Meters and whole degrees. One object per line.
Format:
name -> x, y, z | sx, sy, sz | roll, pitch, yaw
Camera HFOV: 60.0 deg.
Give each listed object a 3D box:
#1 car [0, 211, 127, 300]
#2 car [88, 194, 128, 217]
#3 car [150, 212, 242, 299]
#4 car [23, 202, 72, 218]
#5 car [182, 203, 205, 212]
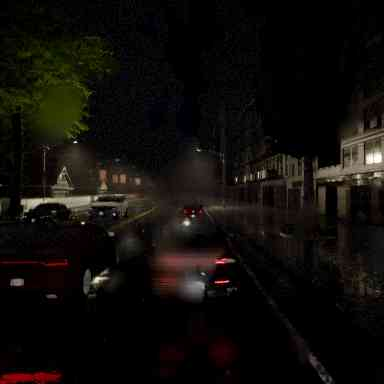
car -> -3.154, 1.477, 8.473 | 1.882, 1.535, 5.008 | 0, 0, 0
car -> -6.612, 1.217, 26.945 | 2.150, 2.045, 5.566 | 0, 0, 0
car -> 0.091, 1.491, 8.432 | 2.128, 1.511, 4.902 | 0, 0, 0
car -> -9.860, 1.502, 23.044 | 1.837, 1.490, 4.892 | 0, 0, 0
car -> 0.088, 1.595, 28.380 | 1.895, 1.301, 4.718 | 0, 0, 0
